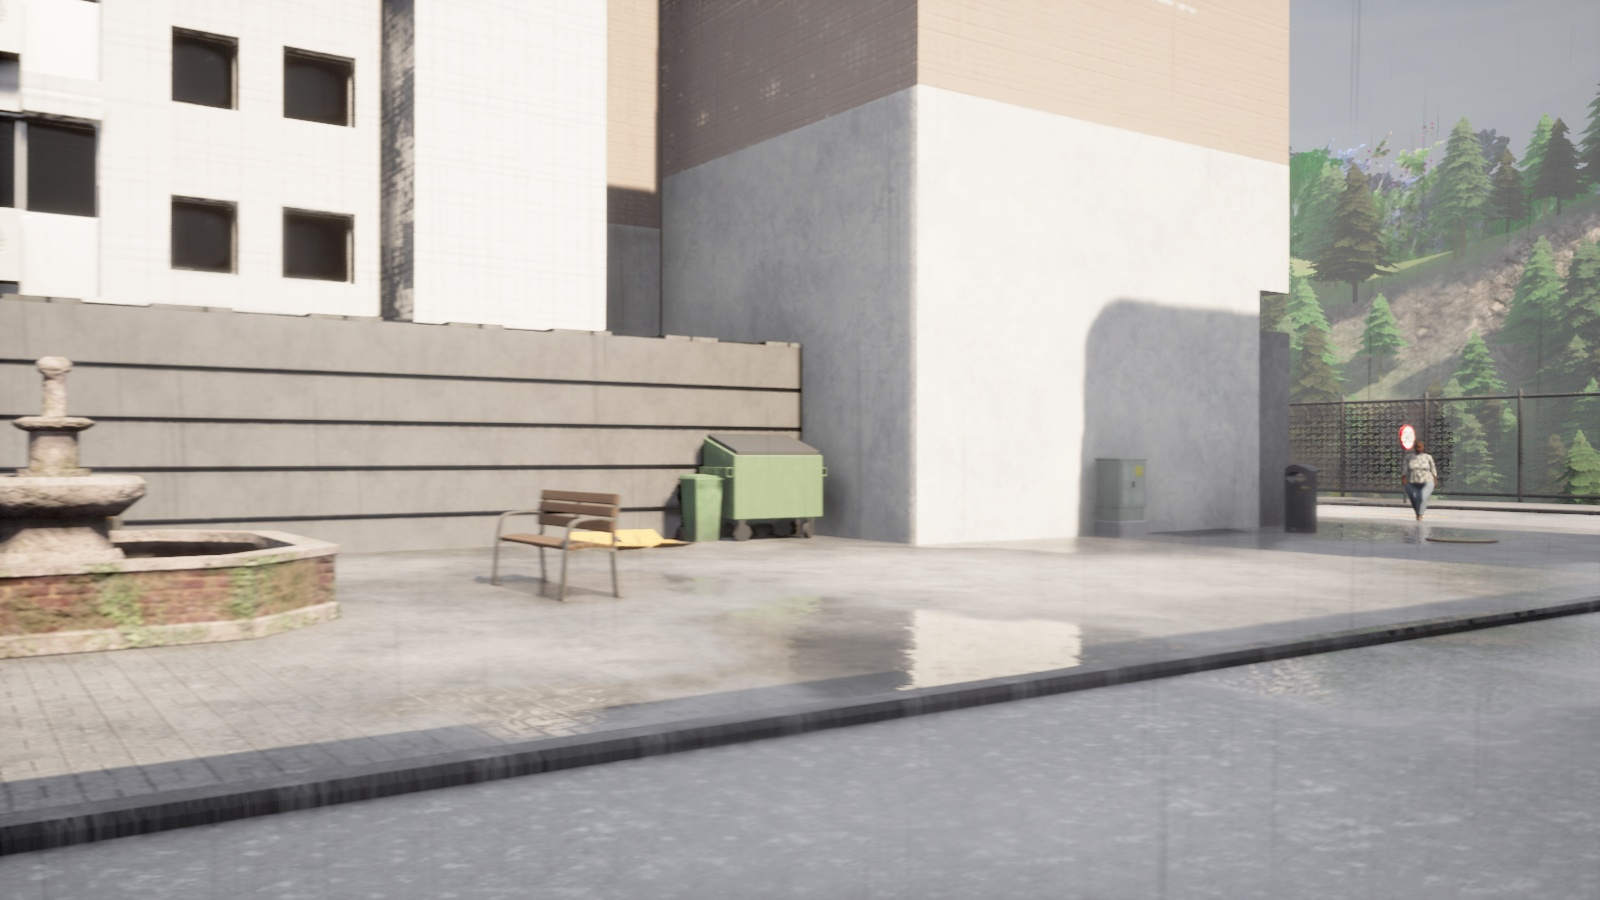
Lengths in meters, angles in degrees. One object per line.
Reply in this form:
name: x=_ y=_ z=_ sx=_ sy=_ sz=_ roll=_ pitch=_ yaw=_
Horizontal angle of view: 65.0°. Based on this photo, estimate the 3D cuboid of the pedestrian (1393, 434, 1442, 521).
pedestrian: x=13.408 y=0.585 z=27.256 sx=0.874 sy=1.855 sz=0.900 roll=0 pitch=0 yaw=30
